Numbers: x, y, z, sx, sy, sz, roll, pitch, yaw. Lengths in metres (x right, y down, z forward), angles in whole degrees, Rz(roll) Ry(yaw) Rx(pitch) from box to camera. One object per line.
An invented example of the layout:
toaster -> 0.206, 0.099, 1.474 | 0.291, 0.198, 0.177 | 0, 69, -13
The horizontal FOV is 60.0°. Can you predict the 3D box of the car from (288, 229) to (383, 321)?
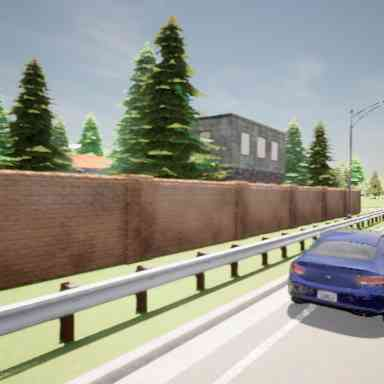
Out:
car -> 3.617, 1.540, 7.240 | 1.812, 1.442, 4.674 | 1, 0, 38
